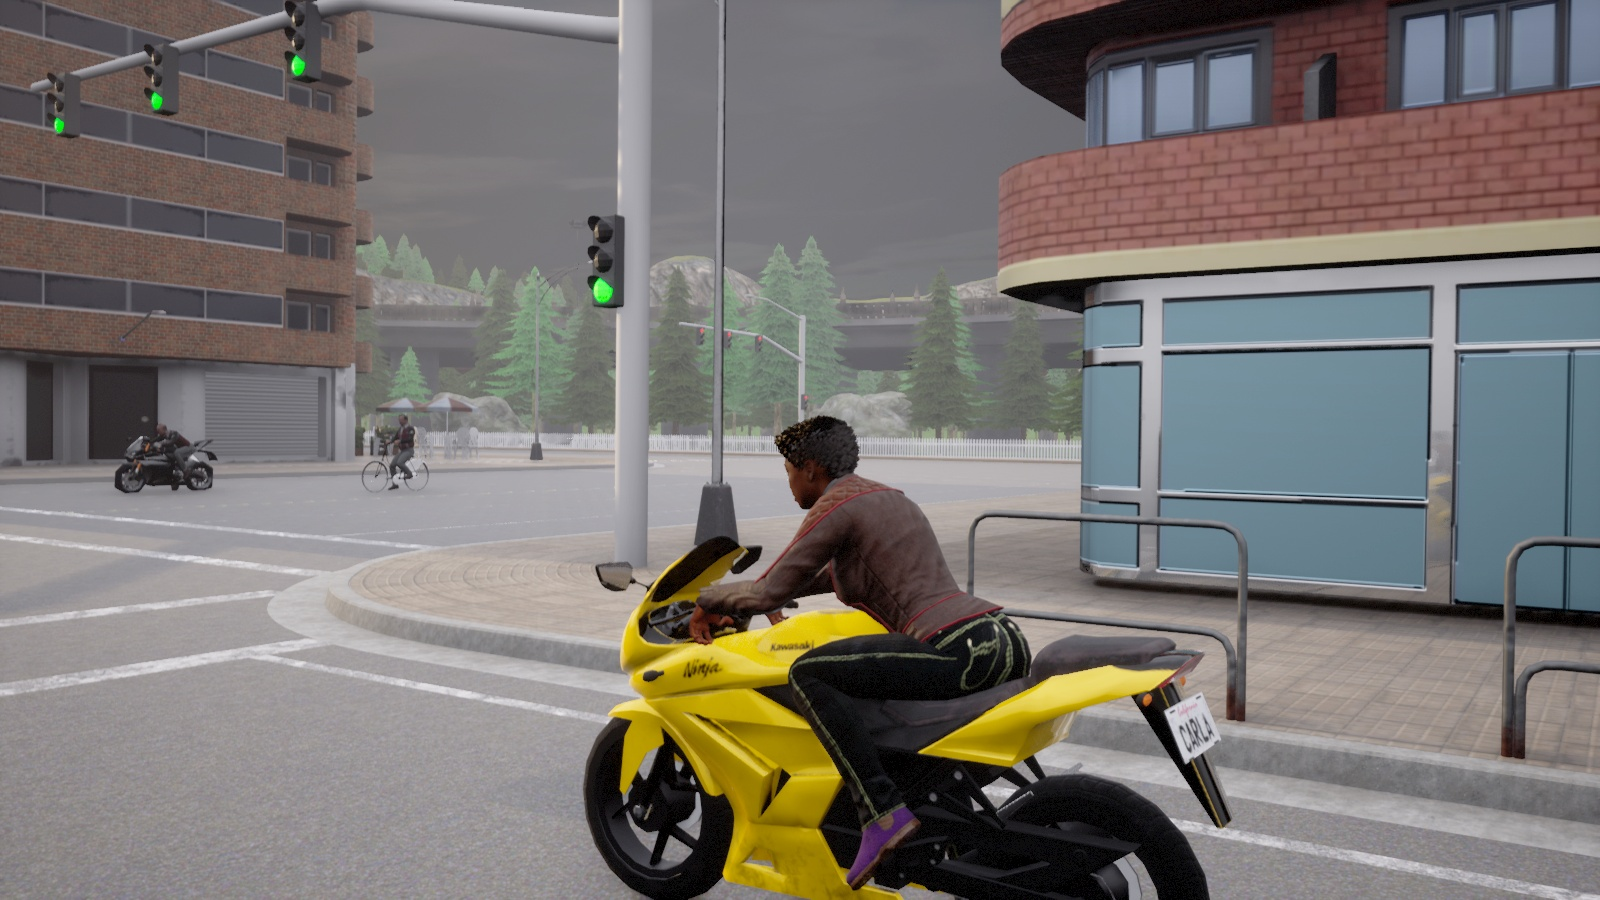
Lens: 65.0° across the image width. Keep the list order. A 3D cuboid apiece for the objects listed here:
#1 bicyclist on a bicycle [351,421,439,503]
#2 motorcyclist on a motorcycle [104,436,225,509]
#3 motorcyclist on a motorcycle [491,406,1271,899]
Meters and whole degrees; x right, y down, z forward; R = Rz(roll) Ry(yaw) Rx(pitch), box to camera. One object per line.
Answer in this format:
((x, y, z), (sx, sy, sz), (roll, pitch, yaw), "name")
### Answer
((-9.106, 0.252, 28.299), (0.659, 1.776, 1.843), (0, 1, 34), "bicyclist on a bicycle")
((-13.873, 0.463, 27.481), (0.866, 1.530, 2.191), (0, 1, 34), "motorcyclist on a motorcycle")
((0.158, 0.661, 3.518), (2.044, 1.523, 0.797), (0, 1, 34), "motorcyclist on a motorcycle")
